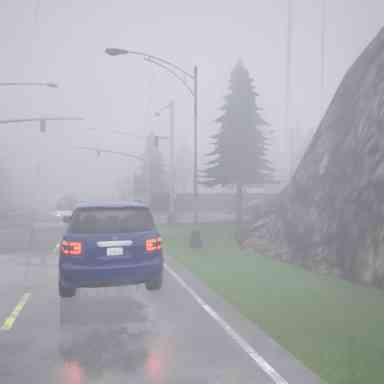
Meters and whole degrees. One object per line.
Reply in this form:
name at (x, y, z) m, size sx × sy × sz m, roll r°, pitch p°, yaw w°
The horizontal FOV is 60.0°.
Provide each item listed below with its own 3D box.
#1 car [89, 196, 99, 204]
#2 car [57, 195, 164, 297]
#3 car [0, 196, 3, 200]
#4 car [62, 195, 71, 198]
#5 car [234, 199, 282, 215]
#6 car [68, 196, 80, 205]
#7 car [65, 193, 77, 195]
car at (-19.029, 1.525, 64.602) m, size 1.812 × 1.442 × 4.674 m, roll 0°, pitch 0°, yaw -17°
car at (-2.214, 1.221, 8.890) m, size 2.150 × 2.045 × 5.566 m, roll 0°, pitch 0°, yaw -16°
car at (-36.278, 1.373, 61.347) m, size 1.845 × 1.501 × 3.633 m, roll 0°, pitch 0°, yaw -16°
car at (-16.252, 1.491, 42.885) m, size 2.128 × 1.511 × 4.902 m, roll 0°, pitch 0°, yaw -17°
car at (6.623, 1.505, 33.222) m, size 4.892 × 1.490 × 1.837 m, roll 0°, pitch 0°, yaw -18°
car at (-21.980, 1.564, 62.130) m, size 1.994 × 1.385 × 4.181 m, roll 0°, pitch 0°, yaw -16°
car at (-19.119, 1.221, 52.437) m, size 2.150 × 2.045 × 5.566 m, roll 0°, pitch 0°, yaw -17°
